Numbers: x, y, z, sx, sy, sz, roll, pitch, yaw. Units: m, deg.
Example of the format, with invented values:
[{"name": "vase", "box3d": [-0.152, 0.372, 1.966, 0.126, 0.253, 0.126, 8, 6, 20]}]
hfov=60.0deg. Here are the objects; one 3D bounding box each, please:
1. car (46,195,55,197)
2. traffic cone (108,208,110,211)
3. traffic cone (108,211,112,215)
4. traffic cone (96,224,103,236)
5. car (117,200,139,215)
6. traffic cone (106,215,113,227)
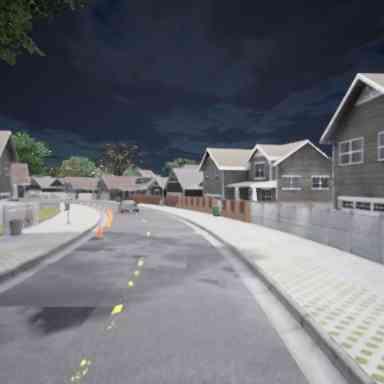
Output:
[{"name": "car", "box3d": [-32.770, 1.335, 77.508, 4.718, 1.301, 1.895, 0, 1, 41]}, {"name": "traffic cone", "box3d": [-7.603, 1.973, 31.326, 0.340, 0.580, 0.340, 0, 0, -15]}, {"name": "traffic cone", "box3d": [-6.416, 1.969, 26.589, 0.340, 0.580, 0.340, 0, 0, -13]}, {"name": "traffic cone", "box3d": [-4.713, 1.947, 16.973, 0.340, 0.580, 0.340, 0, 0, -7]}, {"name": "car", "box3d": [-6.696, 1.534, 34.914, 1.812, 1.442, 4.674, 0, 0, -17]}, {"name": "traffic cone", "box3d": [-5.452, 1.958, 21.801, 0.340, 0.580, 0.340, 0, 0, -10]}]
